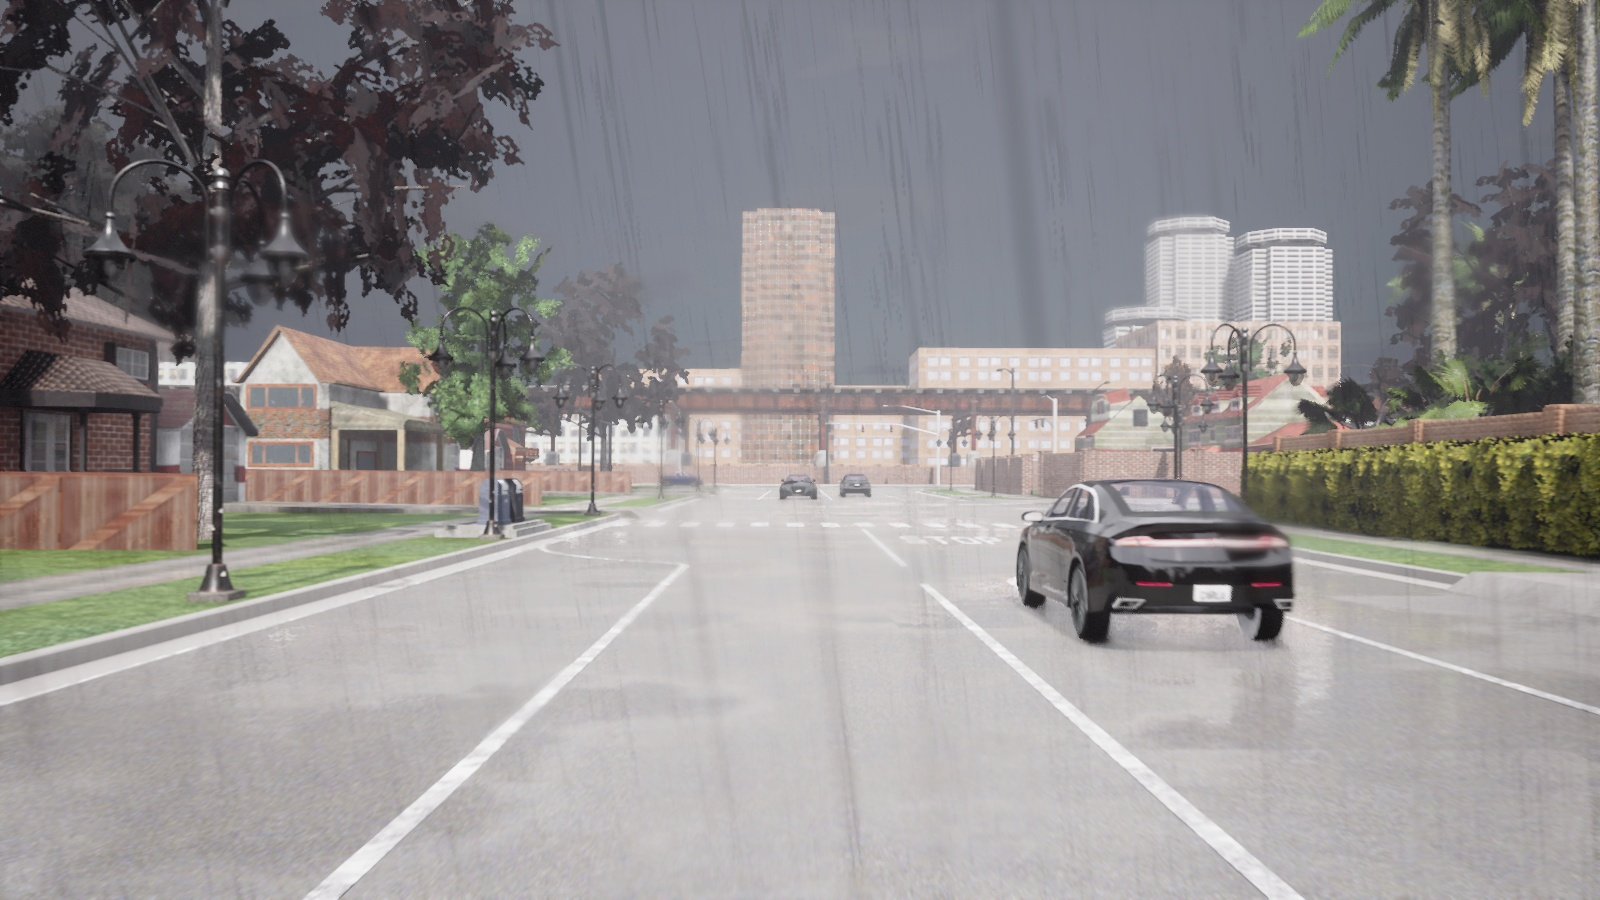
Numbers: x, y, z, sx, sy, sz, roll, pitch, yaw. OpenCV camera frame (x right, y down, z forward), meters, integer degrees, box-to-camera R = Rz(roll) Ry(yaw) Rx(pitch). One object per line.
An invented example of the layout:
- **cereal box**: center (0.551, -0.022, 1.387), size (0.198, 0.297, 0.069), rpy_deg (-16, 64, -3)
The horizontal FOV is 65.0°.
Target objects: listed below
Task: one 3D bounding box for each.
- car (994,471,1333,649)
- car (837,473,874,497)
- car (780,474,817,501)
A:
- **car**: center (3.486, 0.978, 13.194), size (2.128, 1.511, 4.902), rpy_deg (0, -1, 0)
- **car**: center (3.410, 2.150, 77.782), size (2.033, 1.411, 5.357), rpy_deg (0, -1, 0)
- **car**: center (-0.079, 2.030, 68.788), size (1.994, 1.385, 4.181), rpy_deg (0, -1, 0)
